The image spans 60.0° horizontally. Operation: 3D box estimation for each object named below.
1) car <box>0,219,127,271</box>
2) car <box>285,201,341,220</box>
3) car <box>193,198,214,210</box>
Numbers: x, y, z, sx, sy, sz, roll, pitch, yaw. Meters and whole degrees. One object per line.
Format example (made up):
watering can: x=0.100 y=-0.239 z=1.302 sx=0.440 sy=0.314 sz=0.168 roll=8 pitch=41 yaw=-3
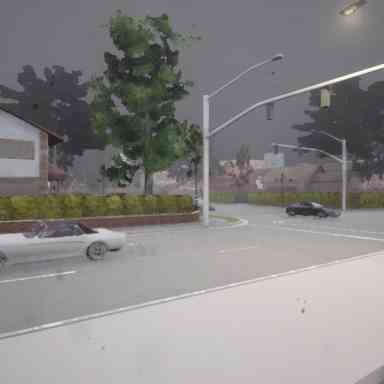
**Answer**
car: x=-4.599 y=1.574 z=10.495 sx=4.718 sy=1.301 sz=1.895 roll=0 pitch=0 yaw=-35
car: x=9.979 y=1.457 z=27.785 sx=1.812 sy=1.442 sz=4.674 roll=0 pitch=0 yaw=-36
car: x=0.710 y=1.424 z=40.608 sx=1.812 sy=1.442 sz=4.674 roll=0 pitch=0 yaw=-36
